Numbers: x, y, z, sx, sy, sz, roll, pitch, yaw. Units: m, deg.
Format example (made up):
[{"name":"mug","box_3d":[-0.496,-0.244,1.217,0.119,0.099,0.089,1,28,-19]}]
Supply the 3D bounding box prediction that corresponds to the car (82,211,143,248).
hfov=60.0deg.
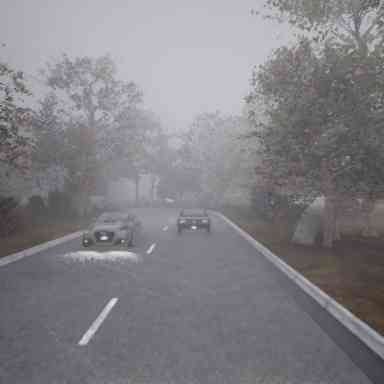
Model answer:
[{"name":"car","box_3d":[-3.353,1.569,14.718,1.994,1.385,4.181,0,0,0]}]

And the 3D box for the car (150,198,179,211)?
[{"name":"car","box_3d":[-3.541,1.551,41.979,1.882,1.535,5.008,3,-3,-35]}]

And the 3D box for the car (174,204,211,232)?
[{"name":"car","box_3d":[0.107,1.605,19.975,1.895,1.301,4.718,0,0,0]}]
